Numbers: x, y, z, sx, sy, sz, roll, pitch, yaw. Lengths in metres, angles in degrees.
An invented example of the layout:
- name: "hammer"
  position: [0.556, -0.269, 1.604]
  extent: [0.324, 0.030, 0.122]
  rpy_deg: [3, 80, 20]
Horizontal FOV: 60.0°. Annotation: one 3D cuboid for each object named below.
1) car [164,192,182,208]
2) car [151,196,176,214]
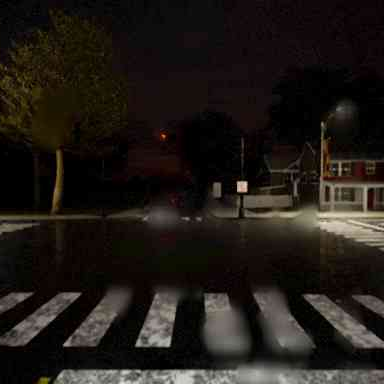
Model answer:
- name: "car"
  position: [-2.866, 1.041, 46.107]
  extent: [2.150, 2.045, 5.566]
  rpy_deg: [0, 0, 0]
- name: "car"
  position: [-2.935, 1.438, 33.158]
  extent: [1.994, 1.385, 4.181]
  rpy_deg: [0, 0, 1]
